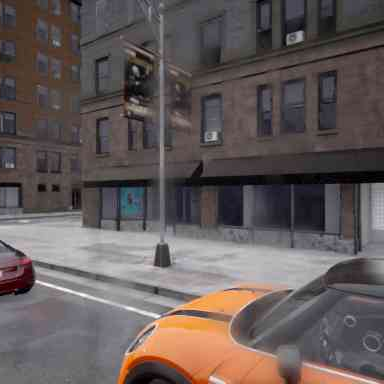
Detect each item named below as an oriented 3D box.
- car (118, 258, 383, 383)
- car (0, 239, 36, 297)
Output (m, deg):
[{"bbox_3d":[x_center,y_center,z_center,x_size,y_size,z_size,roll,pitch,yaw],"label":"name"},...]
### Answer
[{"bbox_3d":[1.524,1.352,2.599,4.553,1.767,2.097,0,0,36],"label":"car"},{"bbox_3d":[-5.416,1.564,7.533,4.181,1.385,1.994,0,0,36],"label":"car"}]
